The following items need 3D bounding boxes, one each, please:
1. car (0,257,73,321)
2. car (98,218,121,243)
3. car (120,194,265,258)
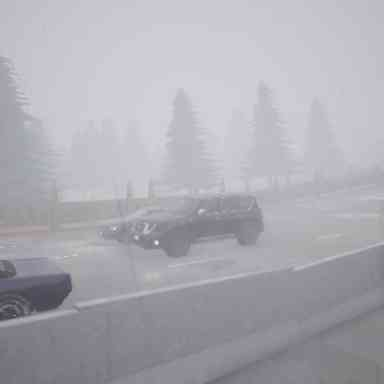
[{"bbox_3d":[-4.475,1.606,5.099,4.718,1.301,1.895,0,0,-35],"label":"car"},{"bbox_3d":[-1.988,1.446,15.468,4.674,1.442,1.812,-1,1,-35],"label":"car"},{"bbox_3d":[0.378,1.134,12.859,5.566,2.045,2.150,-2,1,-35],"label":"car"}]
